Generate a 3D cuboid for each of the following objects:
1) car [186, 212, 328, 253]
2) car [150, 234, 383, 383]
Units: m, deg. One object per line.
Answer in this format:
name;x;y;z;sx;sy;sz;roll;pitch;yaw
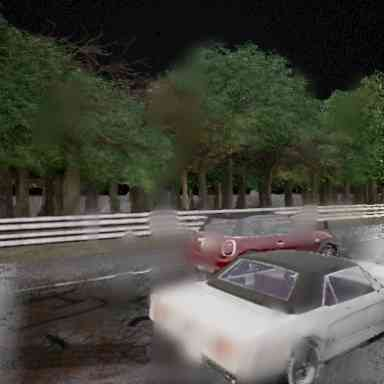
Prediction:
car;2.099;1.346;9.401;4.553;1.767;2.097;0;0;-35
car;1.851;1.598;5.157;4.718;1.301;1.895;0;0;-35
